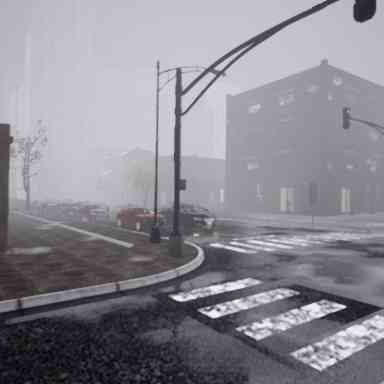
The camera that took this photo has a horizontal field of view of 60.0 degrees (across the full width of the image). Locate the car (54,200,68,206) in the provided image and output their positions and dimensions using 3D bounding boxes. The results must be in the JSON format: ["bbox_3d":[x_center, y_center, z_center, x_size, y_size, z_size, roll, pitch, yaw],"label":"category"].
[{"bbox_3d":[-28.255,2.291,71.512,1.802,1.307,4.206,1,-1,-35],"label":"car"}]

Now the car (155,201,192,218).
[{"bbox_3d":[-1.985,1.746,34.167,1.967,1.590,4.097,1,-1,-35],"label":"car"}]

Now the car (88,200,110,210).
[{"bbox_3d":[-14.671,2.023,52.205,1.752,1.417,4.829,1,-1,-35],"label":"car"}]

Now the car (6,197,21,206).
[{"bbox_3d":[-38.293,1.922,71.250,2.192,1.841,5.009,1,-1,-35],"label":"car"}]

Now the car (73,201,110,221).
[{"bbox_3d":[-8.435,1.722,28.315,1.802,1.307,4.206,1,-1,-35],"label":"car"}]

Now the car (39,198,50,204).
[{"bbox_3d":[-37.863,2.387,85.255,1.752,1.417,4.829,1,-1,-35],"label":"car"}]

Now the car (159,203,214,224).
[{"bbox_3d":[-0.555,1.692,27.301,2.128,1.511,4.902,1,-1,-34],"label":"car"}]

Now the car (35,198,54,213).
[{"bbox_3d":[-17.892,1.835,41.892,2.008,1.369,4.403,1,-1,-35],"label":"car"}]

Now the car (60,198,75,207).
[{"bbox_3d":[-25.084,2.099,66.979,1.967,1.590,4.097,1,-1,-35],"label":"car"}]

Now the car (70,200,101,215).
[{"bbox_3d":[-12.502,1.776,38.916,2.128,1.511,4.902,1,-1,-35],"label":"car"}]

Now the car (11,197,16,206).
[{"bbox_3d":[-31.953,2.073,62.179,1.947,1.339,4.313,1,-1,-35],"label":"car"}]

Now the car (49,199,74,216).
[{"bbox_3d":[-13.592,1.783,35.692,1.947,1.339,4.313,1,-1,-35],"label":"car"}]

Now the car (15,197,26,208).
[{"bbox_3d":[-28.964,2.004,57.891,1.887,1.381,4.507,1,-1,-35],"label":"car"}]

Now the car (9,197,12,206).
[{"bbox_3d":[-35.124,2.123,66.713,1.947,1.339,4.313,1,-1,-35],"label":"car"}]

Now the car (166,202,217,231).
[{"bbox_3d":[-0.361,1.593,21.528,2.128,1.511,4.902,1,-1,-35],"label":"car"}]

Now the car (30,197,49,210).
[{"bbox_3d":[-22.569,1.883,48.652,1.752,1.417,4.829,1,-1,-35],"label":"car"}]

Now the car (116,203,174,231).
[{"bbox_3d":[-3.276,1.607,20.938,1.887,1.381,4.507,1,-1,-35],"label":"car"}]
